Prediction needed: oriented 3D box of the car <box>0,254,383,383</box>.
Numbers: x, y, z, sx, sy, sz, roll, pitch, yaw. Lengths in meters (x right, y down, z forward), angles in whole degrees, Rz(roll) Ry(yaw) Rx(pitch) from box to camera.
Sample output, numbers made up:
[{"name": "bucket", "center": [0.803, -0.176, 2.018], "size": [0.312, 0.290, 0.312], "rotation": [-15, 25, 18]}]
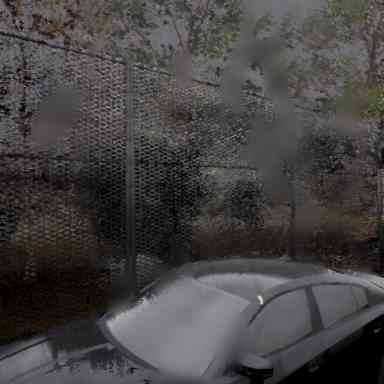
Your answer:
[{"name": "car", "center": [0.410, 1.481, 3.347], "size": [5.008, 1.535, 1.882], "rotation": [0, 0, -36]}]
